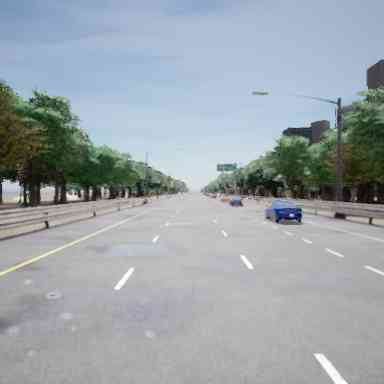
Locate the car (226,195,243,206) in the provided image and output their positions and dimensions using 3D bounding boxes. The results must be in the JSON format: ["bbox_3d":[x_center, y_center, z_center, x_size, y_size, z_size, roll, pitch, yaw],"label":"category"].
[{"bbox_3d":[7.167,1.572,55.046,1.812,1.442,4.674,0,0,0],"label":"car"}]

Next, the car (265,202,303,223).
[{"bbox_3d":[7.038,1.506,25.934,1.882,1.535,5.008,0,0,0],"label":"car"}]

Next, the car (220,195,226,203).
[{"bbox_3d":[7.290,1.409,72.638,2.097,1.767,4.553,0,0,0],"label":"car"}]
